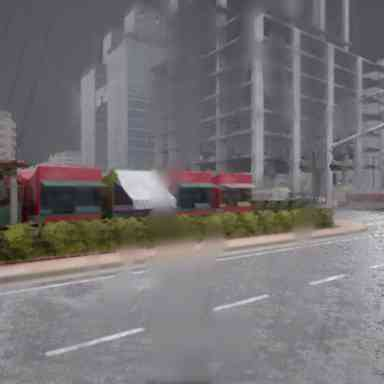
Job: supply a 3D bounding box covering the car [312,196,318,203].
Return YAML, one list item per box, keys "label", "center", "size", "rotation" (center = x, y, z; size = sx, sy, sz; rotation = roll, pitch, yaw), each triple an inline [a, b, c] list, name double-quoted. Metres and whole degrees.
- label: "car"
  center: [20.857, 1.030, 60.407]
  size: [1.905, 1.878, 3.866]
  rotation: [0, 0, -36]

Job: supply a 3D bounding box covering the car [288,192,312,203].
- label: "car"
  center: [18.464, 1.035, 58.696]
  size: [1.905, 1.878, 3.866]
  rotation: [0, 0, -36]
